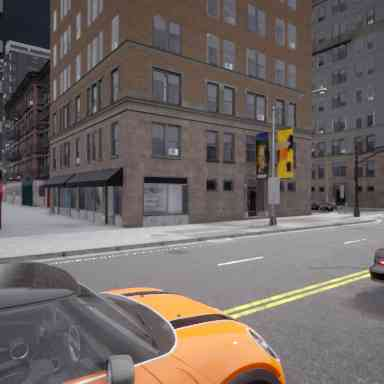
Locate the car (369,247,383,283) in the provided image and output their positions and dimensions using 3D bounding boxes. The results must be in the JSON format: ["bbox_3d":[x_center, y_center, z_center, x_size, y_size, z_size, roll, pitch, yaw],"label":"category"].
[{"bbox_3d":[6.457,1.550,8.243,5.357,1.411,2.033,0,0,-37],"label":"car"}]

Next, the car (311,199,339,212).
[{"bbox_3d":[13.991,1.536,38.429,2.033,1.411,5.357,0,0,-36],"label":"car"}]

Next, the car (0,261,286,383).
[{"bbox_3d":[-1.348,1.352,2.443,4.553,1.767,2.097,0,0,-37],"label":"car"}]
